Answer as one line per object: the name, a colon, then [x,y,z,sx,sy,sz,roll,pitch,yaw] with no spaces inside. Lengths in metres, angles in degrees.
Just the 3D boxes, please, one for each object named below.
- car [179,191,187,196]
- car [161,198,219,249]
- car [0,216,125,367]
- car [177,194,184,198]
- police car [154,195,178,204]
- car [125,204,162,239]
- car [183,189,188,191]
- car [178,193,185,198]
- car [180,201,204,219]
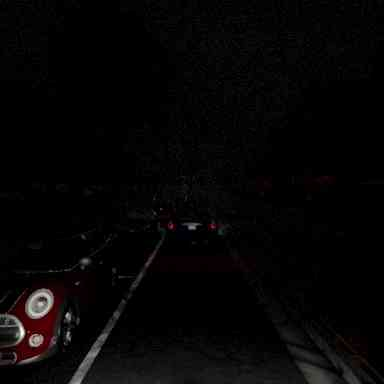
car: [-2.635,1.081,72.333,1.802,1.307,4.206,0,1,0]
car: [0.000,1.343,14.619,2.097,1.767,4.553,0,0,0]
car: [-2.649,1.434,5.893,1.967,1.590,4.097,-1,0,0]
car: [-2.643,1.371,50.174,1.947,1.339,4.313,0,0,0]
police car: [-2.750,1.330,32.452,1.930,1.638,5.238,0,0,0]
car: [-2.646,1.521,16.964,2.008,1.369,4.403,-1,0,0]
car: [-2.633,0.733,83.395,1.967,1.590,4.097,0,1,0]
car: [-2.640,1.319,55.715,1.947,1.339,4.313,0,1,0]
car: [0.000,1.536,29.679,1.895,1.301,4.718,0,0,0]
